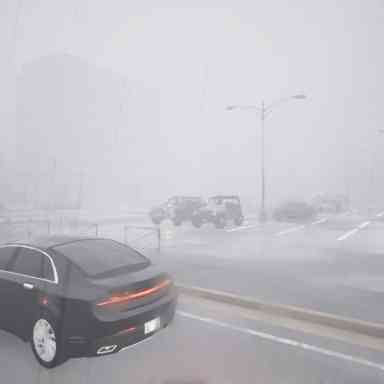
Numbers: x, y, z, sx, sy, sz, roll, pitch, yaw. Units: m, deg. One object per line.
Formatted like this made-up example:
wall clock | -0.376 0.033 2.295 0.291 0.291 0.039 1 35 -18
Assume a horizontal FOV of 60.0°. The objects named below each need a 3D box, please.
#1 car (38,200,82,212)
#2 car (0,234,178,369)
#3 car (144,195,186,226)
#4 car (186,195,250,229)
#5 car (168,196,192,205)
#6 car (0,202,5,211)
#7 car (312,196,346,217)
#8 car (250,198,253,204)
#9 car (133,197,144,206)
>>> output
car | -15.142 1.601 38.343 1.895 1.301 4.718 0 0 34
car | -2.492 1.505 5.776 4.892 1.490 1.837 0 0 36
car | -0.699 1.153 21.926 1.932 1.855 4.605 0 0 34
car | 1.666 1.156 20.256 1.905 1.878 3.866 0 0 34
car | -2.024 1.525 57.724 1.812 1.442 4.674 0 0 34
car | -22.054 1.504 34.343 1.837 1.490 4.892 0 0 34
car | 13.710 1.395 33.194 1.970 1.475 3.806 0 0 34
car | 9.794 1.505 62.502 1.837 1.490 4.892 0 0 34
car | -7.525 1.548 55.882 2.033 1.411 5.357 0 0 34
